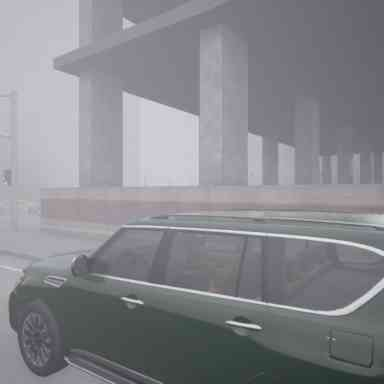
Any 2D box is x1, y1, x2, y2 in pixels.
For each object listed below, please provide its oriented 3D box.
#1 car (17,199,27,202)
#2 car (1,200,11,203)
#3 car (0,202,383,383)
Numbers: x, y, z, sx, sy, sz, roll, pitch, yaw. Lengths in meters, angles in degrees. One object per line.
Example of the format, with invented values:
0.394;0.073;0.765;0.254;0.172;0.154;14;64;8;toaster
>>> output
-14.282;1.546;33.407;2.128;1.511;4.902;0;0;36;car
-18.332;1.532;33.759;1.882;1.535;5.008;0;0;36;car
0.130;1.221;3.890;5.566;2.045;2.150;0;0;35;car
